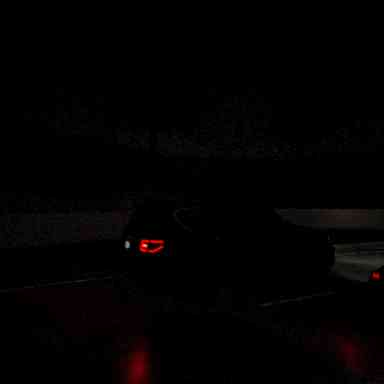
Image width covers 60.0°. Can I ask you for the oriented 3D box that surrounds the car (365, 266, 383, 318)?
[{"bbox_3d":[5.230,1.618,6.052,4.181,1.385,1.994,1,0,-25],"label":"car"}]

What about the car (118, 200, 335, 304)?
[{"bbox_3d":[1.001,1.226,8.263,5.566,2.045,2.150,1,0,-28],"label":"car"}]
